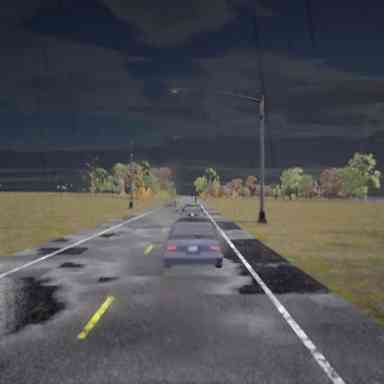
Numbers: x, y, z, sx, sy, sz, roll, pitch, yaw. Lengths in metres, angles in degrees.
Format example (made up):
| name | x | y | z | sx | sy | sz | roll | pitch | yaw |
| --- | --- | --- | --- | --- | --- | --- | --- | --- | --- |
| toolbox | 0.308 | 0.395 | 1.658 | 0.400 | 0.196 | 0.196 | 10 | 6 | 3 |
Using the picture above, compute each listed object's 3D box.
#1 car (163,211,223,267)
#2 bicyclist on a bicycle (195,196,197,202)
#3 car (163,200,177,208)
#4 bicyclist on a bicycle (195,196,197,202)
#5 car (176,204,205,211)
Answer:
| name | x | y | z | sx | sy | sz | roll | pitch | yaw |
| --- | --- | --- | --- | --- | --- | --- | --- | --- | --- |
| car | 0.049 | 1.626 | 11.654 | 2.033 | 1.411 | 5.357 | 0 | 0 | 0 |
| bicyclist on a bicycle | 0.998 | 2.032 | 91.356 | 0.582 | 1.620 | 1.656 | 0 | -1 | 0 |
| car | -3.555 | 1.913 | 54.030 | 1.994 | 1.385 | 4.181 | 0 | 0 | 0 |
| bicyclist on a bicycle | 0.993 | 1.894 | 82.352 | 0.659 | 1.776 | 1.843 | 0 | 0 | 0 |
| car | 0.055 | 1.723 | 26.632 | 2.033 | 1.411 | 5.357 | 0 | 0 | 1 |
